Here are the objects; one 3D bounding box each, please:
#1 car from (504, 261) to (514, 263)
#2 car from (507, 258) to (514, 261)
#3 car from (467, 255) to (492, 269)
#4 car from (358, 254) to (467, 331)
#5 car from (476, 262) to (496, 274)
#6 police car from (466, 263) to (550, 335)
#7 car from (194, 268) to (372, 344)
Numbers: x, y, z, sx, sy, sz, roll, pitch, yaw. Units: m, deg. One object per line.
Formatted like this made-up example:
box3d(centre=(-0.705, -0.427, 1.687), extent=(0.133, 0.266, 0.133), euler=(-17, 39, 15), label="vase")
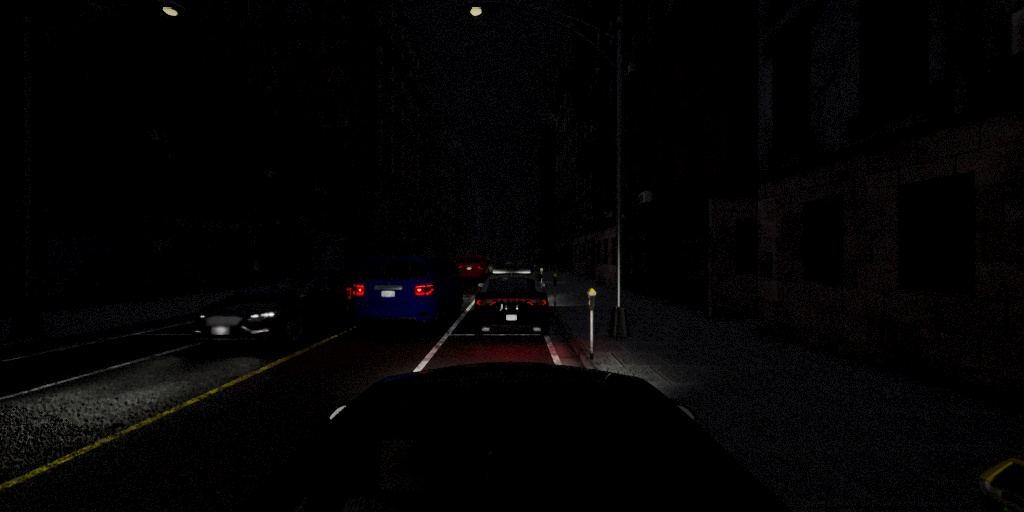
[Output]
box3d(centre=(-0.383, 1.315, 28.035), extent=(1.948, 1.339, 4.313), euler=(0, 0, 0), label="car")
box3d(centre=(-0.383, 1.269, 39.031), extent=(1.751, 1.417, 4.829), euler=(0, 0, 0), label="car")
box3d(centre=(-3.022, 0.970, 27.988), extent=(2.150, 2.045, 5.566), euler=(0, 0, 0), label="car")
box3d(centre=(-2.925, 0.973, 11.145), extent=(2.150, 2.045, 5.566), euler=(0, 0, 0), label="car")
box3d(centre=(-2.920, 1.343, 41.085), extent=(1.895, 1.301, 4.718), euler=(0, 0, 0), label="car")
box3d(centre=(-0.012, 1.175, 10.610), extent=(1.930, 1.638, 5.238), euler=(0, 0, 0), label="police car")
box3d(centre=(-5.869, 1.241, 9.673), extent=(2.128, 1.511, 4.902), euler=(0, 0, 0), label="car")
